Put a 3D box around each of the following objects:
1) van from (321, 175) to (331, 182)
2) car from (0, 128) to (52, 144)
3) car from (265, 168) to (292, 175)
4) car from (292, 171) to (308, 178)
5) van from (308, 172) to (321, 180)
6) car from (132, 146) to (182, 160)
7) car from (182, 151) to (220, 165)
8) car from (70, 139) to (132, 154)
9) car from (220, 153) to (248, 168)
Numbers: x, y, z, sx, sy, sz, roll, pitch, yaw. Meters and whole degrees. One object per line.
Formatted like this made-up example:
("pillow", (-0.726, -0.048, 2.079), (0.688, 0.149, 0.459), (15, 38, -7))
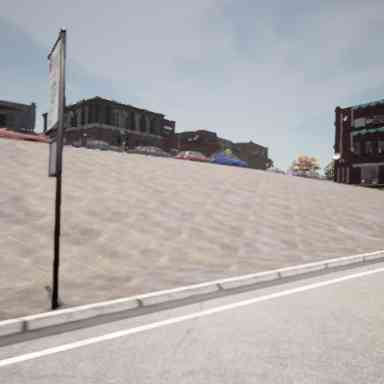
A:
("van", (22.799, -2.071, 59.878), (1.878, 1.987, 4.442), (1, -2, 40))
("car", (-11.979, -3.730, 24.109), (4.792, 1.488, 2.163), (2, -1, -40))
("car", (11.867, -2.628, 47.196), (2.002, 1.452, 4.674), (1, -2, 43))
("car", (15.557, -2.377, 51.323), (2.002, 1.452, 4.674), (1, -2, 42))
("van", (19.281, -2.364, 55.610), (1.878, 1.987, 4.442), (1, -2, 41))
("car", (-3.801, -3.464, 31.371), (4.892, 1.521, 2.231), (2, -1, -42))
("car", (0.288, -3.421, 35.252), (4.553, 1.767, 2.185), (2, -1, -44))
("car", (-7.815, -3.572, 27.728), (4.674, 1.452, 2.002), (2, -1, -41))
("car", (4.287, -3.357, 39.188), (5.566, 2.045, 2.435), (3, -1, -45))
